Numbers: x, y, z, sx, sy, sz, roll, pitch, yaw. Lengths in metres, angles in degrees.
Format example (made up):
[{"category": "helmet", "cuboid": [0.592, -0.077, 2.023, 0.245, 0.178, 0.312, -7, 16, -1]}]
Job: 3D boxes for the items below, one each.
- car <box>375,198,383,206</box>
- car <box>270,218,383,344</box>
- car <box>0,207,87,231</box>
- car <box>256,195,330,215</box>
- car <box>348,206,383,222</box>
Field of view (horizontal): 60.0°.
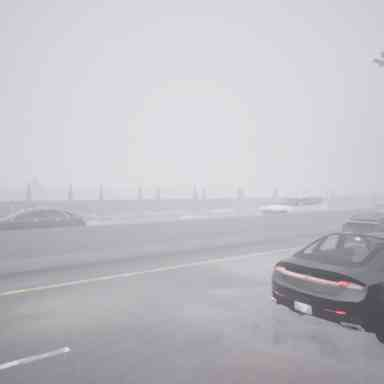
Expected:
[{"category": "car", "cuboid": [26.485, 1.479, 44.602, 5.008, 1.535, 1.882, 0, 0, -37]}, {"category": "car", "cuboid": [3.617, 1.492, 6.326, 4.902, 1.511, 2.128, 0, 0, -35]}, {"category": "car", "cuboid": [-7.557, 1.506, 15.796, 4.892, 1.490, 1.837, 0, 0, -35]}, {"category": "car", "cuboid": [6.692, 1.223, 21.652, 5.566, 2.045, 2.150, 0, 0, -35]}, {"category": "car", "cuboid": [8.192, 1.505, 13.887, 4.892, 1.490, 1.837, 0, 0, -35]}]
